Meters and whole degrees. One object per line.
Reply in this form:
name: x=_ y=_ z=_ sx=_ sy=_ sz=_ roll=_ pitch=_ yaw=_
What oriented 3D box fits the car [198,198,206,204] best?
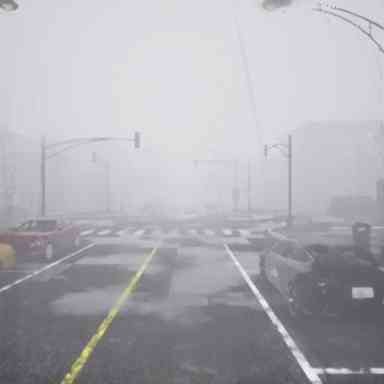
car: x=2.590 y=2.388 z=89.730 sx=1.947 sy=1.339 sz=4.313 roll=-1 pitch=-1 yaw=0

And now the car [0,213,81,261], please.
car: x=-5.706 y=1.665 z=12.835 sx=1.887 sy=1.381 sz=4.507 roll=-1 pitch=-1 yaw=0

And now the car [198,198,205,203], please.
car: x=2.585 y=2.417 z=95.277 sx=1.887 sy=1.381 sz=4.507 roll=-1 pitch=-1 yaw=0

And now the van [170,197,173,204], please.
van: x=-5.774 y=2.013 z=73.085 sx=1.690 sy=1.788 sz=3.998 roll=0 pitch=-1 yaw=0

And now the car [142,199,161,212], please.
car: x=-5.742 y=2.001 z=45.352 sx=1.802 sy=1.307 sz=4.206 roll=0 pitch=-1 yaw=0

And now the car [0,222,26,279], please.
car: x=-5.701 y=1.593 z=7.121 sx=1.752 sy=1.417 sz=4.829 roll=-1 pitch=-1 yaw=0

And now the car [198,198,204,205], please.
car: x=2.608 y=2.221 z=73.092 sx=2.008 sy=1.369 sz=4.403 roll=-1 pitch=-1 yaw=0

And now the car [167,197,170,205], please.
car: x=-5.760 y=2.116 z=61.991 sx=1.887 sy=1.381 sz=4.507 roll=0 pitch=-1 yaw=0

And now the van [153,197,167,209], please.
van: x=-5.756 y=1.861 z=56.446 sx=1.690 sy=1.788 sz=3.998 roll=0 pitch=-1 yaw=0

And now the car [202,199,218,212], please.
car: x=2.638 y=1.944 z=45.532 sx=1.752 sy=1.417 sz=4.829 roll=-1 pitch=-1 yaw=0

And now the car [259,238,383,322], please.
car: x=2.680 y=1.634 z=7.300 sx=1.947 sy=1.339 sz=4.313 roll=-1 pitch=-1 yaw=0

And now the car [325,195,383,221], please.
car: x=14.202 y=1.303 z=28.074 sx=5.566 sy=2.045 sz=2.150 roll=-1 pitch=0 yaw=-1

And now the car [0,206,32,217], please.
car: x=-18.232 y=2.037 z=33.137 sx=4.313 sy=1.339 sz=1.947 roll=-1 pitch=1 yaw=-1
